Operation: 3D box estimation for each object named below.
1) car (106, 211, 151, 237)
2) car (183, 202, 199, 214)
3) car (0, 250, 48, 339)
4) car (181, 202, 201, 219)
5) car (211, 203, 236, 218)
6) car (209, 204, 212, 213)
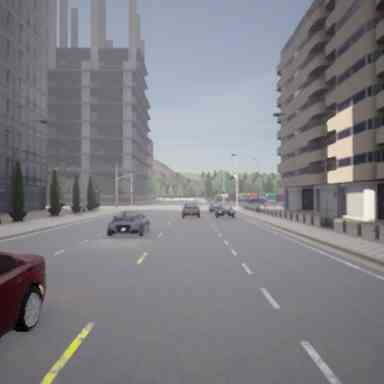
[{"bbox_3d":[-3.643,1.819,19.709,1.994,1.385,4.181,0,-1,1],"label":"car"},{"bbox_3d":[-0.162,2.129,45.377,2.033,1.411,5.357,0,-1,-1],"label":"car"},{"bbox_3d":[-3.616,1.534,4.186,1.882,1.535,5.008,0,0,0],"label":"car"},{"bbox_3d":[-0.080,1.940,34.944,2.128,1.511,4.902,0,-1,0],"label":"car"},{"bbox_3d":[3.389,2.051,35.189,1.895,1.301,4.718,0,-1,0],"label":"car"},{"bbox_3d":[3.276,2.181,45.312,1.895,1.301,4.718,0,-1,0],"label":"car"}]
